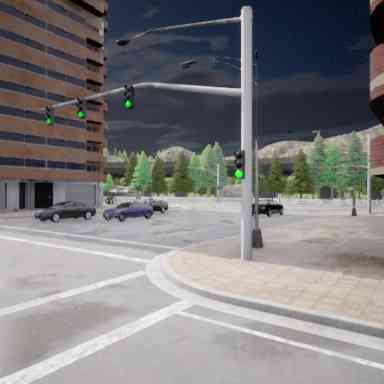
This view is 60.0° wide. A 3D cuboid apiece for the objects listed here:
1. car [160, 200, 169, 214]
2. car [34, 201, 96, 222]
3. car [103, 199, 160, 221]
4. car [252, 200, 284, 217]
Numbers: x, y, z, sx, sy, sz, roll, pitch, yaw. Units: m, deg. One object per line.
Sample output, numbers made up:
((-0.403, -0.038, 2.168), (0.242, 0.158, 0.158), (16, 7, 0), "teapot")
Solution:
((-4.431, 1.485, 33.859), (2.128, 1.511, 4.902), (0, 0, 36), "car")
((-9.918, 1.498, 26.322), (1.837, 1.490, 4.892), (0, 0, 36), "car")
((-5.059, 1.520, 27.060), (1.812, 1.442, 4.674), (0, 0, 36), "car")
((7.151, 1.474, 31.720), (1.882, 1.535, 5.008), (0, 0, 36), "car")
